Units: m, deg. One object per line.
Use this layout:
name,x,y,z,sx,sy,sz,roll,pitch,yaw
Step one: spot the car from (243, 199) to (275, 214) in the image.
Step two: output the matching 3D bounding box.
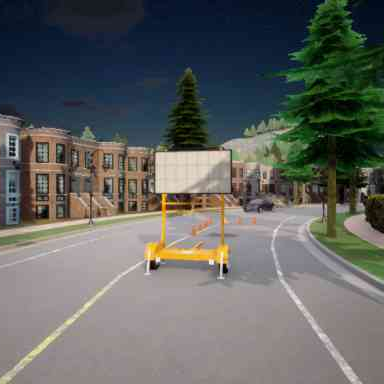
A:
car,7.247,1.505,35.669,1.837,1.490,4.892,-1,0,38

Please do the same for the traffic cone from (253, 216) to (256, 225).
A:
traffic cone,4.243,1.955,22.569,0.340,0.580,0.340,0,0,12

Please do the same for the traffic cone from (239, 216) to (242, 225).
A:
traffic cone,3.266,1.954,22.776,0.340,0.580,0.340,0,0,12

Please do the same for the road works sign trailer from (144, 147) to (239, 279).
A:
road works sign trailer,0.058,0.464,10.169,2.380,3.560,2.880,0,0,12
